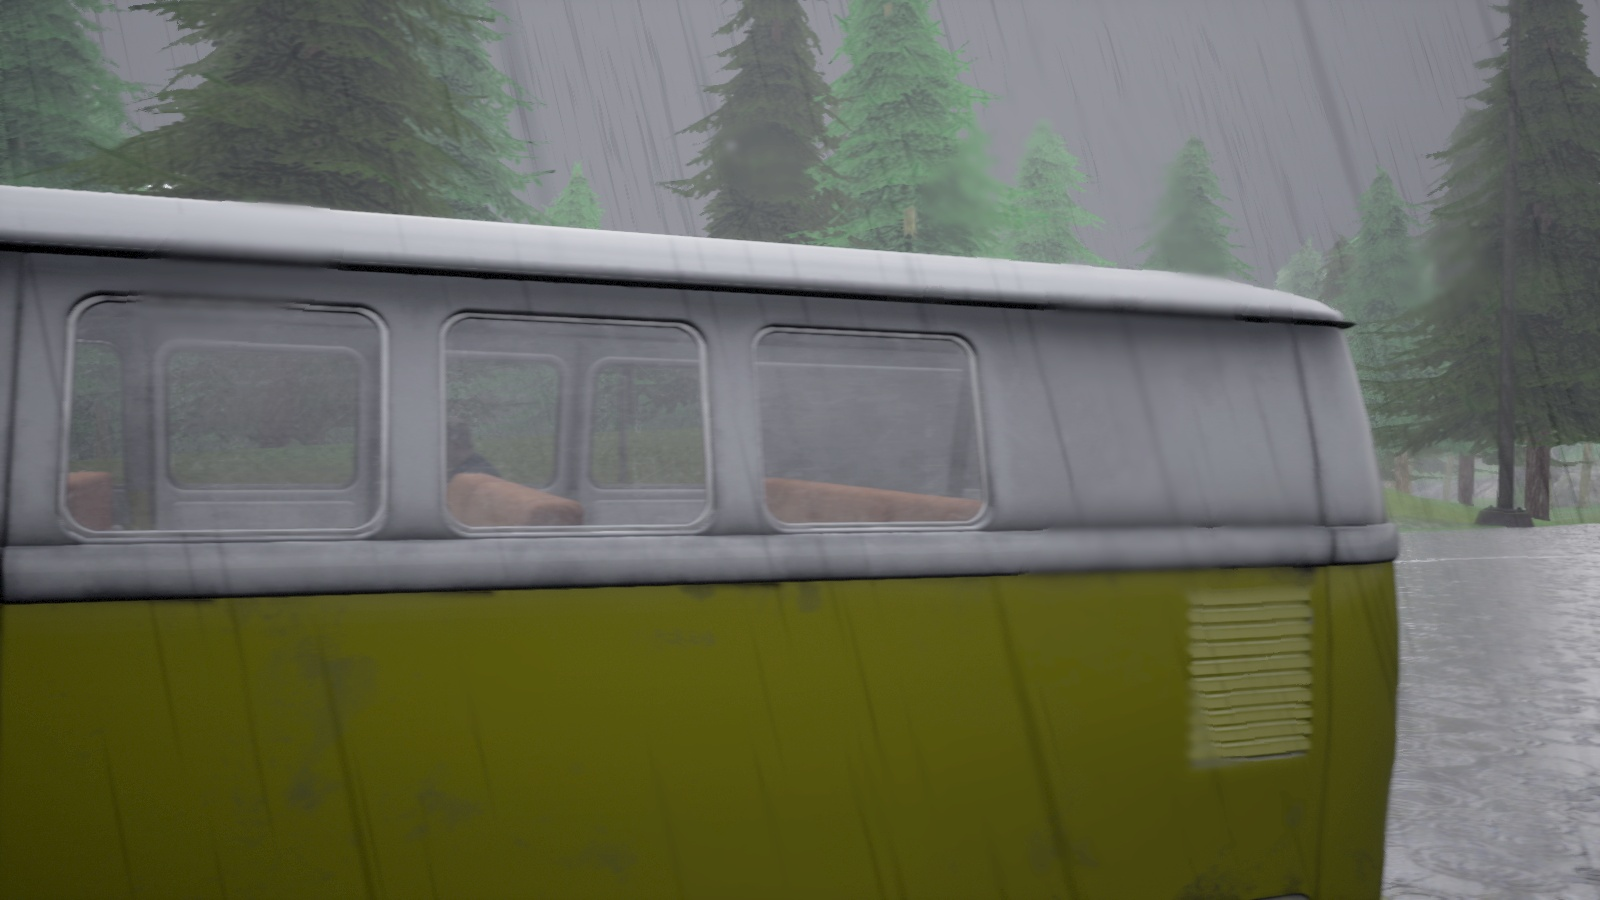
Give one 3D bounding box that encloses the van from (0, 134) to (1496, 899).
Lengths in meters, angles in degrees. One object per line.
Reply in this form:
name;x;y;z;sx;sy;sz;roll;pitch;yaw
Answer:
van;-0.791;0.514;2.936;4.442;1.987;1.775;-1;1;-21
